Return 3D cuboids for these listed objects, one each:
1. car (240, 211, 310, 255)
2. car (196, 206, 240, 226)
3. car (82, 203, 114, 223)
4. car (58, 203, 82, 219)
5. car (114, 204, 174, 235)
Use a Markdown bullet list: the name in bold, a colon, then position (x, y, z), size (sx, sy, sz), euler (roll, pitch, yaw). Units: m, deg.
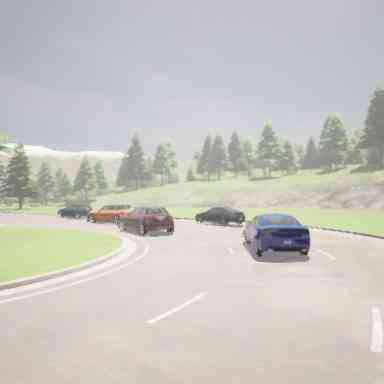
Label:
- **car**: position (3.385, 1.620, 13.972), size (1.882, 1.535, 5.008), euler (0, -1, 2)
- **car**: position (2.214, 1.852, 26.345), size (1.812, 1.442, 4.674), euler (0, -1, -37)
- **car**: position (-7.129, 1.867, 29.460), size (4.553, 1.767, 2.097), euler (-1, -1, 33)
- **car**: position (-13.149, 2.072, 37.666), size (4.553, 1.767, 2.097), euler (-1, -1, 35)
- **car**: position (-3.065, 1.699, 21.679), size (2.097, 1.767, 4.553), euler (-1, -1, -34)
